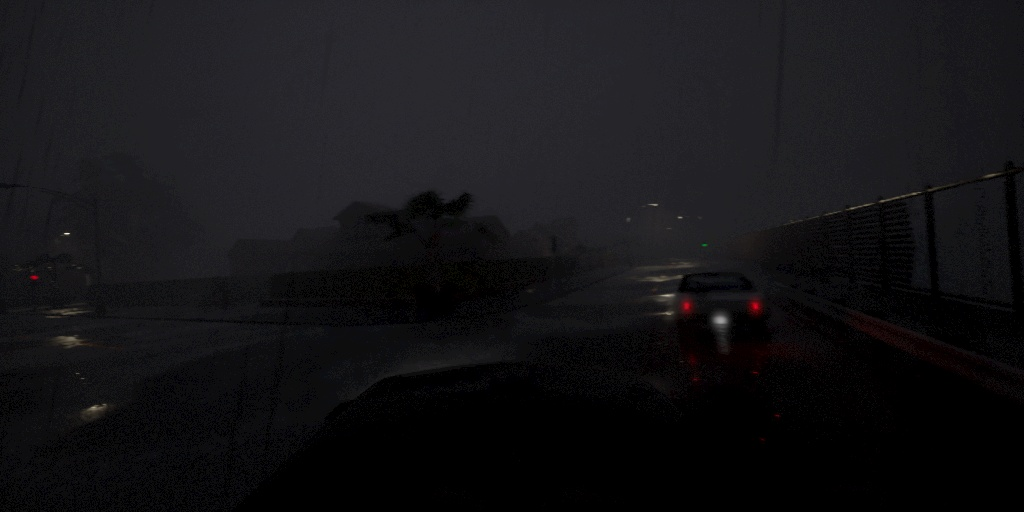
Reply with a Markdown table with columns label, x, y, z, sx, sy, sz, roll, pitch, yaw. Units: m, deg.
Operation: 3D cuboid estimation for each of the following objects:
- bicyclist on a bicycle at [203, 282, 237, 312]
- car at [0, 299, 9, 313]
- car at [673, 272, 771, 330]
| label | x | y | z | sx | sy | sz | roll | pitch | yaw |
| --- | --- | --- | --- | --- | --- | --- | --- | --- | --- |
| bicyclist on a bicycle | -16.358 | 2.277 | 20.067 | 0.582 | 1.620 | 1.656 | -4 | 0 | 26 |
| car | -44.349 | 4.099 | 29.968 | 4.553 | 1.767 | 2.097 | -4 | -1 | 42 |
| car | 5.510 | 1.085 | 9.863 | 1.895 | 1.301 | 4.718 | -4 | -1 | 26 |
